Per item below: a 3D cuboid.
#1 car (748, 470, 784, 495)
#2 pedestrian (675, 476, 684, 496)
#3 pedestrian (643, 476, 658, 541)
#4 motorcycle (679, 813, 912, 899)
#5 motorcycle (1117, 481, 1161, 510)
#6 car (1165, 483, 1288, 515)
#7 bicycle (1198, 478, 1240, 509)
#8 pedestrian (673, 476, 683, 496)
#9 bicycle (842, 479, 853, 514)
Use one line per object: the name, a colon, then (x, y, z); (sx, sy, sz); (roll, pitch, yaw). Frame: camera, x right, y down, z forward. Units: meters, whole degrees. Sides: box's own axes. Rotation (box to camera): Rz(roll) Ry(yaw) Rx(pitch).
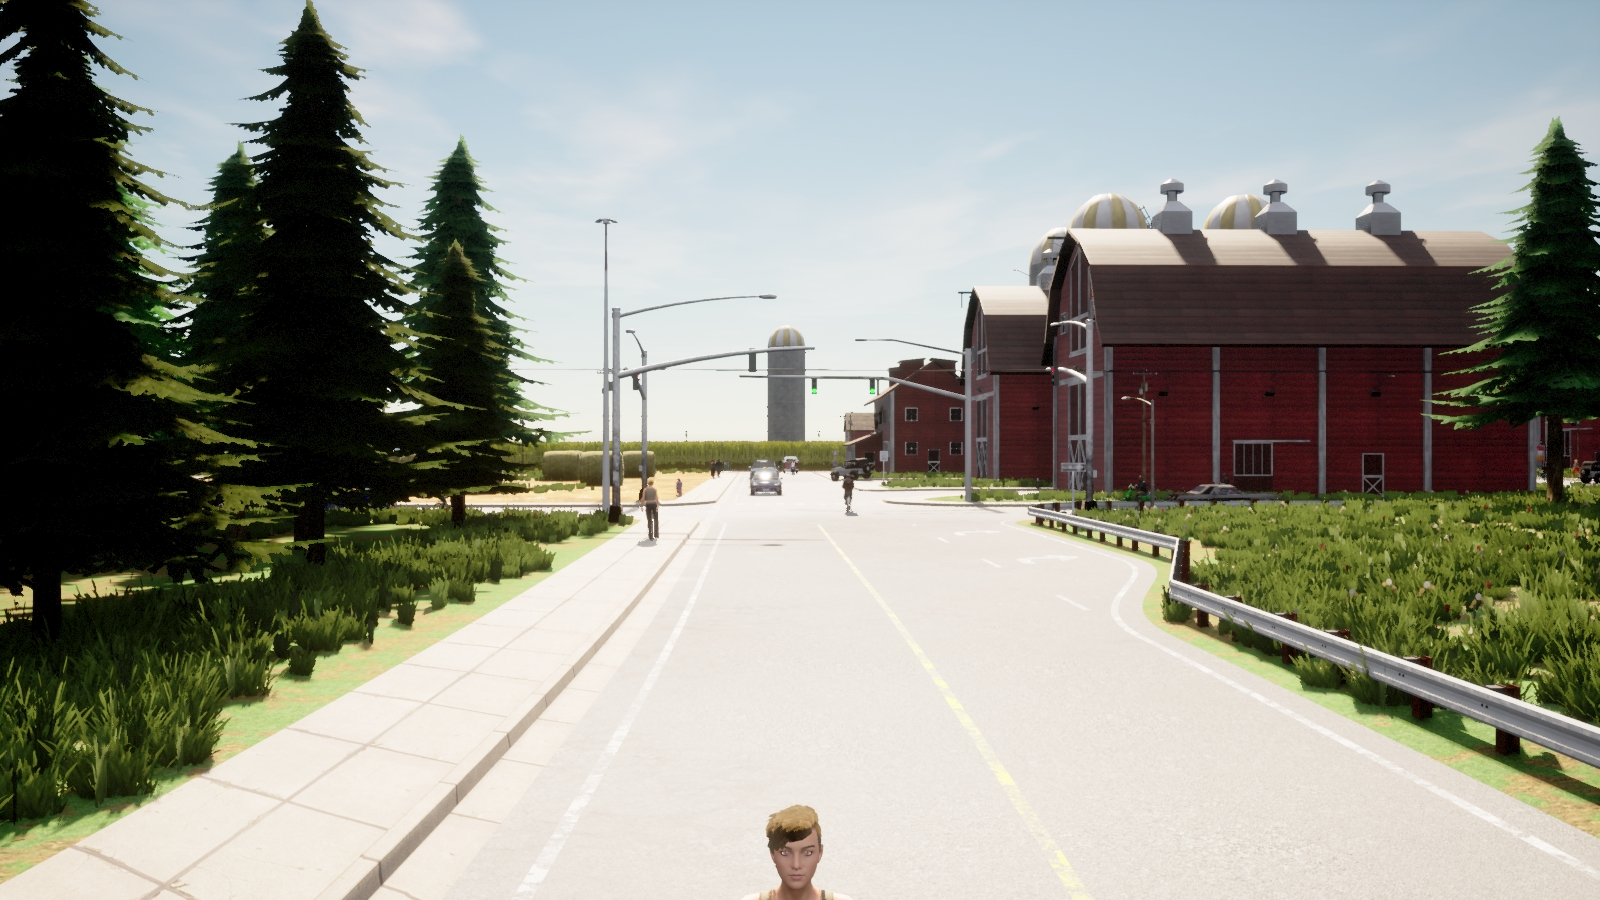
car: (-2.153, 2.036, 72.119); (2.163, 1.488, 4.792); (0, 0, -2)
pedestrian: (-6.792, 2.053, 64.584); (0.500, 1.100, 0.500); (0, 0, -5)
pedestrian: (-4.318, 1.671, 33.026); (0.375, 1.860, 0.375); (0, 0, 1)
motorcycle: (-0.013, 2.128, 3.457); (0.764, 1.307, 2.356); (0, 0, 0)
motorcycle: (15.989, 2.145, 53.899); (1.805, 1.316, 0.856); (0, 0, -1)
car: (18.844, 2.158, 50.633); (4.718, 1.301, 1.895); (0, 0, 1)
bicycle: (19.800, 2.064, 53.998); (1.835, 1.471, 0.329); (0, 0, -1)
pedestrian: (-6.965, 2.053, 65.168); (0.500, 1.100, 0.500); (0, 0, 6)
bicycle: (2.132, 2.053, 51.054); (0.329, 1.471, 1.835); (0, 0, -2)
